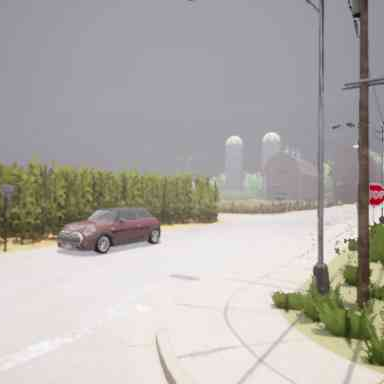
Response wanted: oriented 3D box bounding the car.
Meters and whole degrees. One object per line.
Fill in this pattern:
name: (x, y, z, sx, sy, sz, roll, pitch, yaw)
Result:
car: (-3.390, 1.458, 14.222, 2.097, 1.767, 4.553, 0, 0, 33)
